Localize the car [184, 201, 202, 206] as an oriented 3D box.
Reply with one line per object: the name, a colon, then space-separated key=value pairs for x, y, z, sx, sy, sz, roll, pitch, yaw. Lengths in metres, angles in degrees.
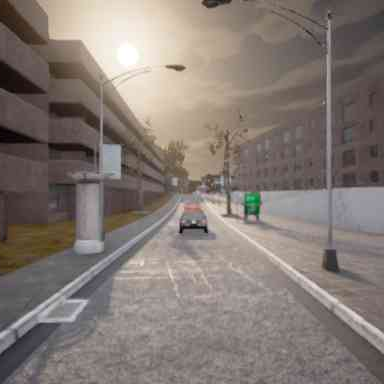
car: x=0.097 y=1.849 z=41.023 sx=2.097 sy=1.767 sz=4.553 roll=0 pitch=0 yaw=0

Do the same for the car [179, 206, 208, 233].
car: x=0.099 y=1.877 z=22.267 sx=2.033 sy=1.411 sz=5.357 roll=0 pitch=-1 yaw=0
